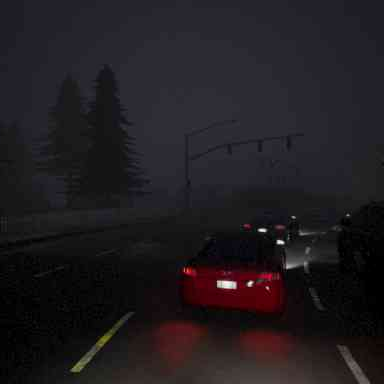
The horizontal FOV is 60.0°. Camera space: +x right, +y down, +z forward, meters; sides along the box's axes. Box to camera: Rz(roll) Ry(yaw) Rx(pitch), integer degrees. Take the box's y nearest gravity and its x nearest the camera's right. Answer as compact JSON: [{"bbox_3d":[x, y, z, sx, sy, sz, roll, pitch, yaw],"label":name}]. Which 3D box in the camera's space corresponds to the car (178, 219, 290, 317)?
[{"bbox_3d":[1.134,1.564,7.658,1.994,1.385,4.181,0,0,16],"label":"car"}]

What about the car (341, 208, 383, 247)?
[{"bbox_3d":[8.379,1.564,15.885,1.994,1.385,4.181,0,0,28],"label":"car"}]

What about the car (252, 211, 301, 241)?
[{"bbox_3d":[3.800,1.564,15.627,1.994,1.385,4.181,0,0,26],"label":"car"}]

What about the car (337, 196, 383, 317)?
[{"bbox_3d":[4.711,1.221,7.295,2.150,2.045,5.566,0,0,15],"label":"car"}]
